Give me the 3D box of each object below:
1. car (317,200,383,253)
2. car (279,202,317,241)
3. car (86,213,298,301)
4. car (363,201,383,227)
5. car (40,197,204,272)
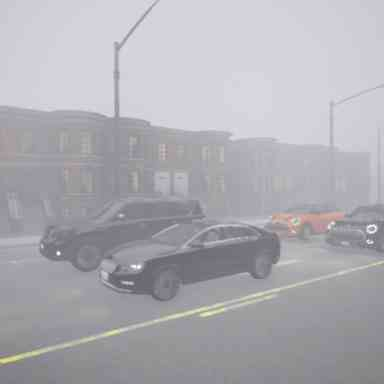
[{"bbox_3d":[7.502,1.310,13.614,4.553,1.767,2.097,0,0,-35],"label":"car"},{"bbox_3d":[5.750,1.309,16.655,4.553,1.767,2.097,0,0,-35],"label":"car"},{"bbox_3d":[0.173,1.477,8.387,4.902,1.511,2.128,0,0,-35],"label":"car"},{"bbox_3d":[13.901,1.418,22.448,4.902,1.511,2.128,0,0,-35],"label":"car"},{"bbox_3d":[-2.005,1.207,11.117,5.566,2.045,2.150,0,0,-34],"label":"car"}]
